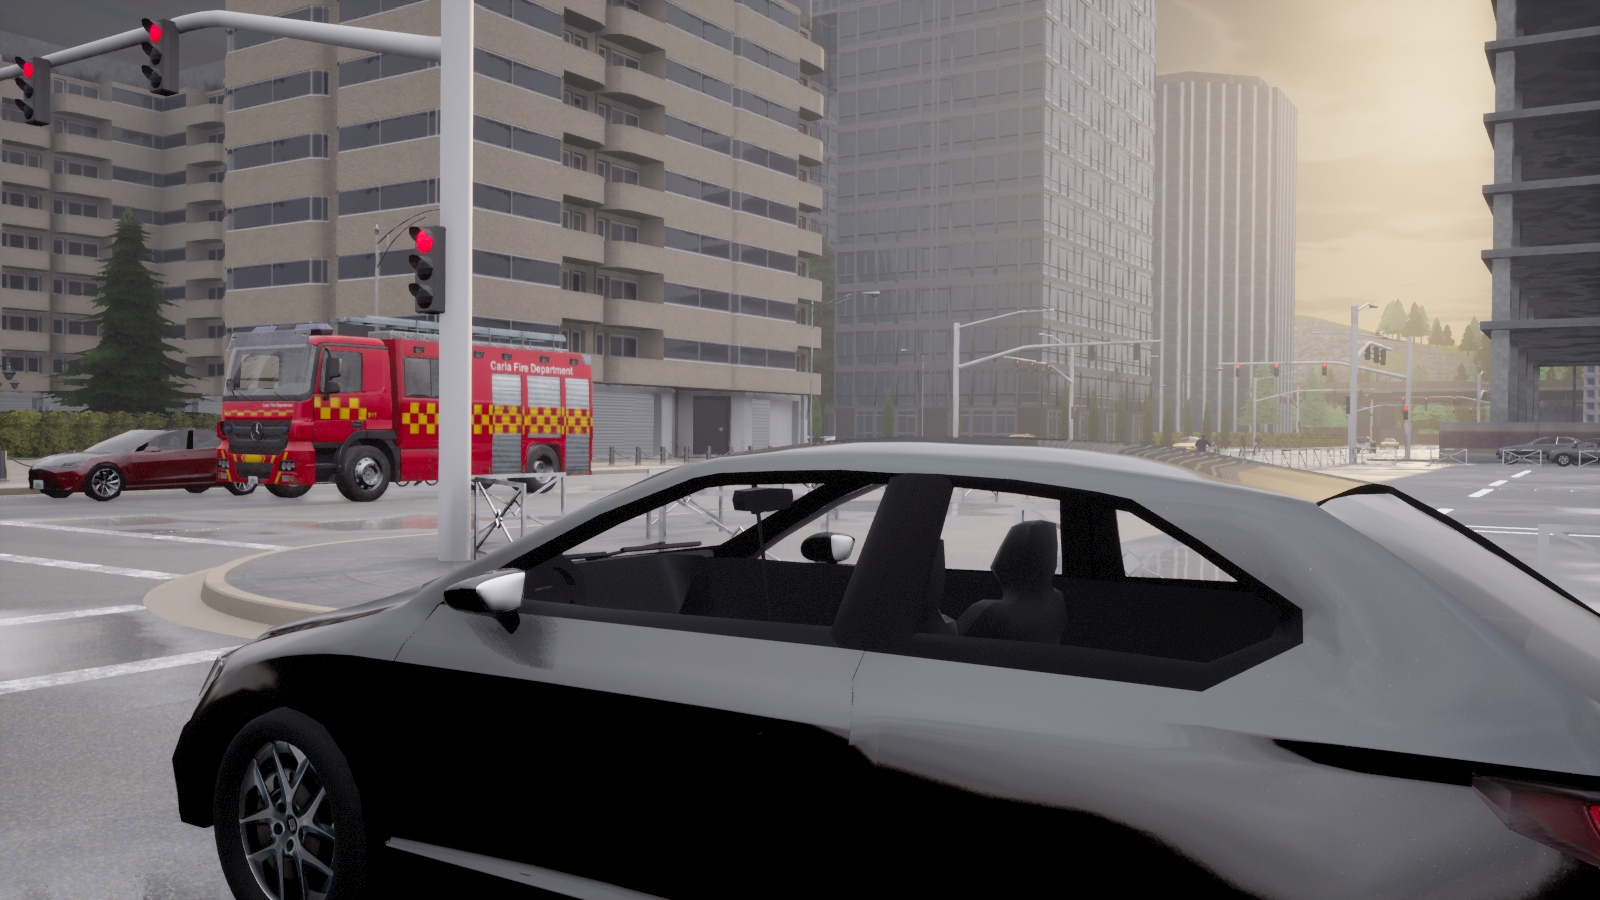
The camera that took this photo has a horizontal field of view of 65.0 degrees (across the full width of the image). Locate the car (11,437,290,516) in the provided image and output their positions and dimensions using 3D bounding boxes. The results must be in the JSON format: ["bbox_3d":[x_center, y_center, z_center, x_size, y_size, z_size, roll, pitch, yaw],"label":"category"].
[{"bbox_3d":[-13.616,0.491,26.643,2.163,1.488,4.792,0,1,32],"label":"car"}]

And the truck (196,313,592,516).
[{"bbox_3d":[-8.614,-0.738,28.003,2.891,3.827,8.468,0,1,32],"label":"truck"}]

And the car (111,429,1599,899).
[{"bbox_3d":[0.098,0.696,3.550,4.193,1.474,1.816,0,1,33],"label":"car"}]

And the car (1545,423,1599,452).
[{"bbox_3d":[42.050,-0.664,66.379,4.514,1.525,2.007,0,1,32],"label":"car"}]

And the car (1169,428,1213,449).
[{"bbox_3d":[29.585,-0.894,94.940,1.801,1.575,5.366,0,1,32],"label":"car"}]

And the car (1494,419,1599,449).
[{"bbox_3d":[41.957,-0.889,70.566,5.027,1.651,2.152,0,1,32],"label":"car"}]
